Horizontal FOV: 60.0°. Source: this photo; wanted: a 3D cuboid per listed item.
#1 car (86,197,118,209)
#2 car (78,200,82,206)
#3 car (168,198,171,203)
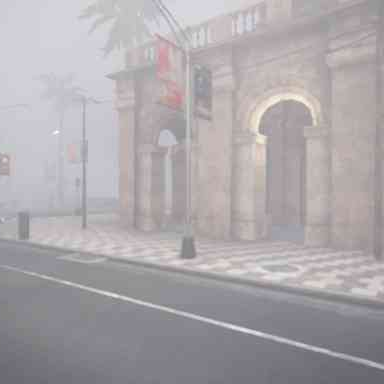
[{"bbox_3d":[-11.925,1.512,46.739,1.837,1.490,4.892,0,0,36],"label":"car"},{"bbox_3d":[-15.860,1.522,52.570,2.161,1.482,4.786,0,0,35],"label":"car"},{"bbox_3d":[-3.013,1.363,70.345,2.185,1.767,4.553,0,0,35],"label":"car"}]
